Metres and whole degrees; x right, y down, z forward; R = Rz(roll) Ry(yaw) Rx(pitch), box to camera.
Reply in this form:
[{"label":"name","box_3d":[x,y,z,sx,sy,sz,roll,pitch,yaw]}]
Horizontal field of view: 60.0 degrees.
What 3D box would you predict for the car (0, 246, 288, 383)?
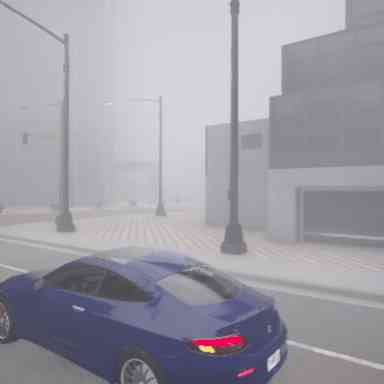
[{"label":"car","box_3d":[-1.037,1.528,4.735,4.674,1.442,1.812,0,0,36]}]
